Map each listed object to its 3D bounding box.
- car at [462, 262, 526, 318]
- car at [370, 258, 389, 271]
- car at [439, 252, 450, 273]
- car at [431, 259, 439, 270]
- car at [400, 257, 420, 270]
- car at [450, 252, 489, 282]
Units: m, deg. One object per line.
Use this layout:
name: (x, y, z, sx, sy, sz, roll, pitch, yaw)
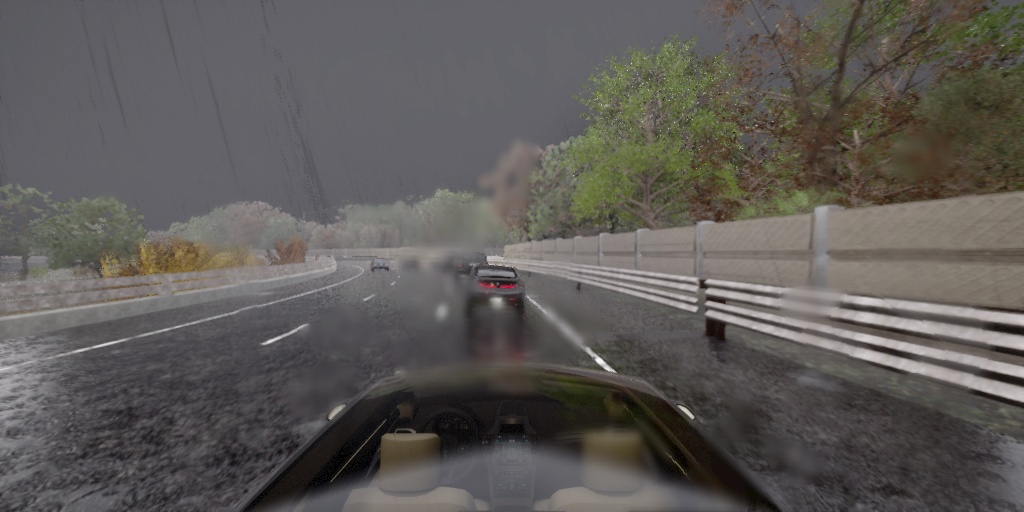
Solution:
car: (-0.695, 1.092, 12.367, 1.837, 1.490, 4.892, 2, -2, -7)
car: (-14.938, 0.946, 40.548, 2.033, 1.411, 5.357, 0, 1, -23)
car: (-5.790, 0.636, 36.200, 2.150, 2.045, 5.566, 0, 1, -16)
car: (-8.568, 0.949, 43.563, 1.895, 1.301, 4.718, 0, 1, -23)
car: (-12.278, 0.869, 43.235, 1.837, 1.490, 4.892, 0, 1, -23)
car: (-3.009, 0.736, 25.825, 2.150, 2.045, 5.566, 0, 1, -14)
